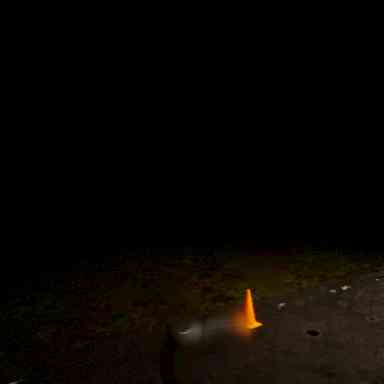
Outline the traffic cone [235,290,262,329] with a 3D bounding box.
[{"bbox_3d":[0.965,1.969,5.692,0.340,0.580,0.340,0,0,-35],"label":"traffic cone"}]
